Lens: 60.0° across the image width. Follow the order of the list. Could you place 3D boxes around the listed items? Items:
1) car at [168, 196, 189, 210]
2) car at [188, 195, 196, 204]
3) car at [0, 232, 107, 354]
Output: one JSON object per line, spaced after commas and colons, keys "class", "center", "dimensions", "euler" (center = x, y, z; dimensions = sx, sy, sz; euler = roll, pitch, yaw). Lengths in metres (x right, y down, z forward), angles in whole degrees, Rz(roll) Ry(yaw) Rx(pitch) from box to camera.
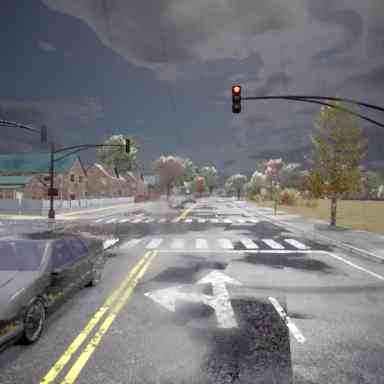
{"class": "car", "center": [-1.983, 1.557, 43.051], "dimensions": [2.128, 1.511, 4.902], "euler": [0, 0, 3]}
{"class": "car", "center": [-0.284, 1.485, 68.579], "dimensions": [2.097, 1.767, 4.553], "euler": [0, 0, 5]}
{"class": "car", "center": [-3.184, 1.552, 6.594], "dimensions": [2.033, 1.411, 5.357], "euler": [0, 0, 1]}
